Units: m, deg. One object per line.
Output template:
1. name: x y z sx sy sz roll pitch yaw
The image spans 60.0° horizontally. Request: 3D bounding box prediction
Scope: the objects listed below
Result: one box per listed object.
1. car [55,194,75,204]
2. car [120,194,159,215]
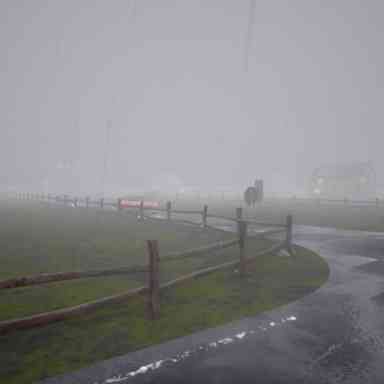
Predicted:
1. car: -18.650 1.018 48.835 2.033 1.411 5.357 1 0 -36
2. car: -4.821 1.072 29.868 2.097 1.767 4.553 1 0 -36
